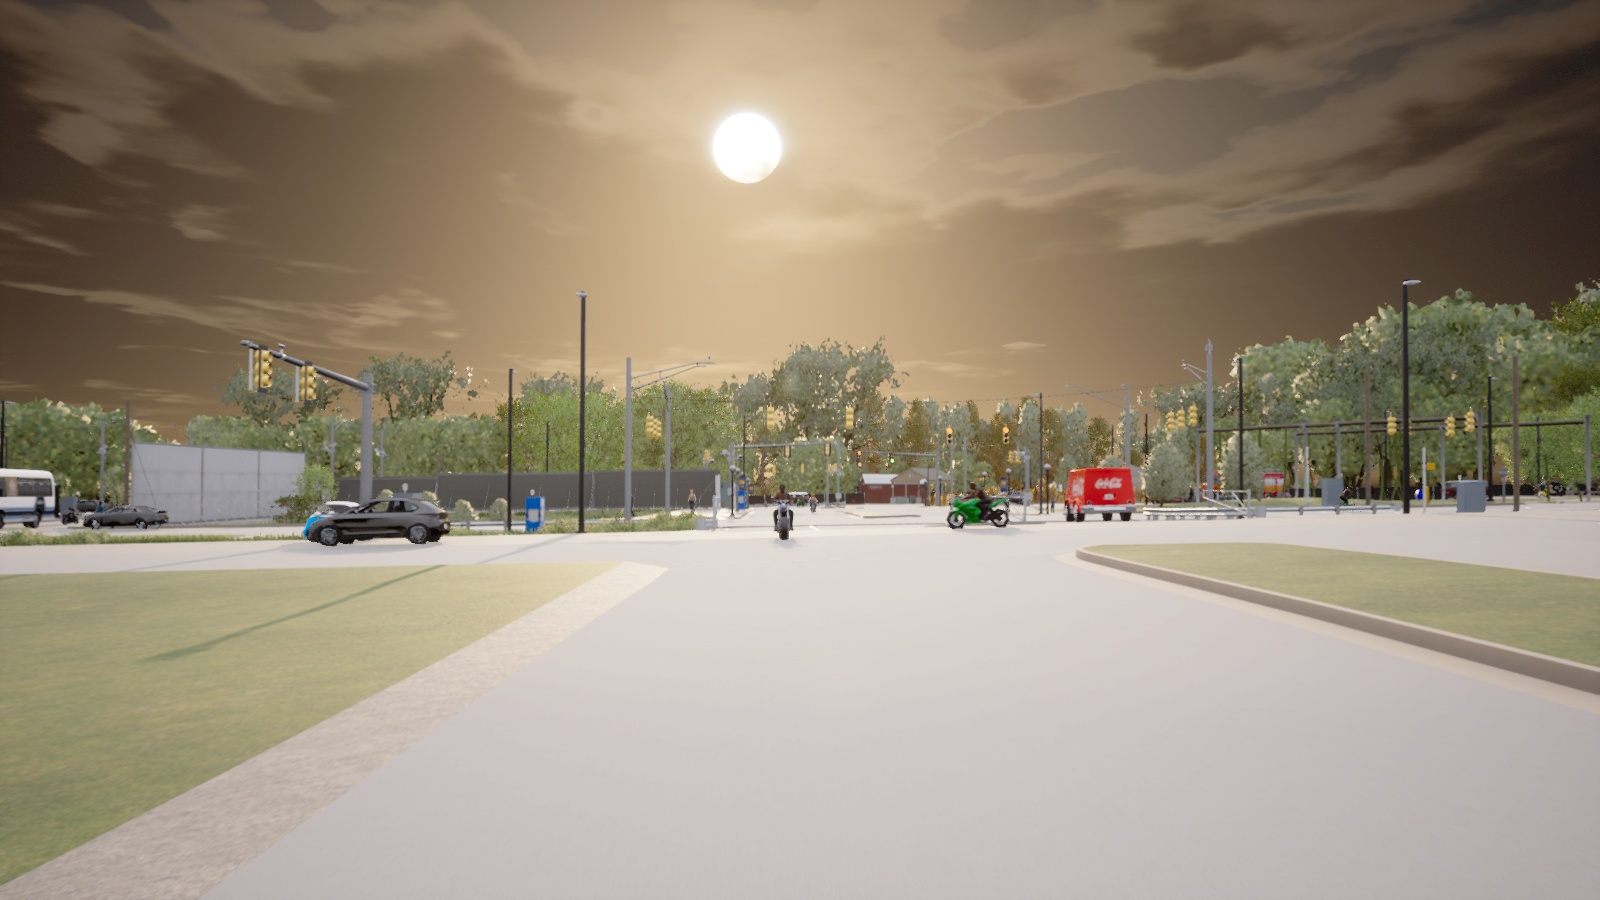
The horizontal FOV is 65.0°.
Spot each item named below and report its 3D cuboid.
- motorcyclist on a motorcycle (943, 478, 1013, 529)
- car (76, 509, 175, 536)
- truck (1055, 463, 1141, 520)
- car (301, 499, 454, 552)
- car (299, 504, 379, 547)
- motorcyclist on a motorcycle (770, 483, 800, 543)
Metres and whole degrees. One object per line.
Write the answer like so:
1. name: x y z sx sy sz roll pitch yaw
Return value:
1. motorcyclist on a motorcycle: 5.649 1.710 39.999 2.044 1.523 0.797 -2 -1 -1
2. car: -41.515 4.464 77.385 4.902 1.511 2.128 -1 -1 -1
3. truck: 13.903 2.024 58.957 2.627 2.467 5.204 -2 -3 -1
4. car: -13.288 2.362 39.670 4.193 1.474 1.816 -2 -1 -1
5. car: -15.804 2.568 43.126 2.207 1.376 1.481 -1 -1 -1
6. motorcyclist on a motorcycle: -0.451 1.794 36.427 0.766 1.649 2.350 -2 -1 -2
